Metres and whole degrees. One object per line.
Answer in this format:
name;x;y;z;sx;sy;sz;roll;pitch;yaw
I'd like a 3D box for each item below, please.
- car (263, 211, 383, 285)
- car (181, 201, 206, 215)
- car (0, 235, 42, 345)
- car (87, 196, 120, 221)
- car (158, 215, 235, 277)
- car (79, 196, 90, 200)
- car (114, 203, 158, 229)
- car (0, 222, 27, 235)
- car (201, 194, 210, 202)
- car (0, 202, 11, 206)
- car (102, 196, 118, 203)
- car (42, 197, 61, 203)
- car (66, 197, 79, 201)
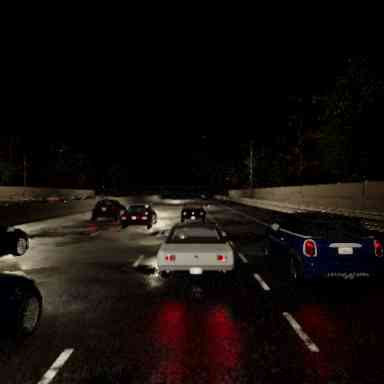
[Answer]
car;3.496;1.363;9.699;2.097;1.767;4.553;0;0;0
car;0.089;1.649;27.088;1.895;1.301;4.718;0;0;0
car;-3.402;1.532;3.620;1.812;1.442;4.674;0;0;0
car;-6.916;1.402;28.226;2.097;1.767;4.553;0;0;0
car;0.098;1.618;10.226;1.895;1.301;4.718;0;0;0
car;-21.036;1.615;68.224;1.837;1.490;4.892;0;0;0
car;-3.410;1.586;22.037;2.033;1.411;5.357;0;0;0
car;-6.905;1.522;10.240;1.837;1.490;4.892;0;0;0
car;3.455;1.725;84.433;2.128;1.511;4.902;0;0;0
car;-17.613;1.600;29.692;2.033;1.411;5.357;0;0;0
car;-17.538;1.653;71.282;2.033;1.411;5.357;0;0;0
car;-28.035;1.724;66.391;1.895;1.301;4.718;0;0;0
car;-24.537;1.664;68.639;1.994;1.385;4.181;0;0;0
